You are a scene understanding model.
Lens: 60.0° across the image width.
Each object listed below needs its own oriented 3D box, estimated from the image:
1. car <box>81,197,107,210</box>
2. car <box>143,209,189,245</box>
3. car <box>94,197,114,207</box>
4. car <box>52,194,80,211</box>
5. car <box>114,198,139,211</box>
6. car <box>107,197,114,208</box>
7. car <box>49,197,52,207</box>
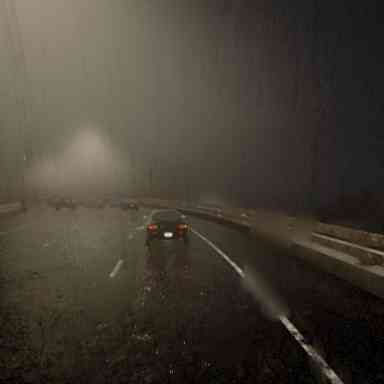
[{"bbox_3d":[-13.059,1.558,44.178,1.837,1.490,4.892,-1,0,-26],"label":"car"},{"bbox_3d":[-1.262,1.522,15.403,1.812,1.442,4.674,0,0,-8],"label":"car"},{"bbox_3d":[-14.682,1.555,55.204,1.837,1.490,4.892,-1,0,-32],"label":"car"},{"bbox_3d":[-16.229,1.309,42.676,2.150,2.045,5.566,-1,0,-26],"label":"car"},{"bbox_3d":[-7.779,1.555,40.438,2.033,1.411,5.357,-1,0,-21],"label":"car"},{"bbox_3d":[-10.136,1.547,46.181,1.812,1.442,4.674,-1,0,-26],"label":"car"},{"bbox_3d":[-20.823,1.338,51.836,2.150,2.045,5.566,-1,0,-32],"label":"car"}]
